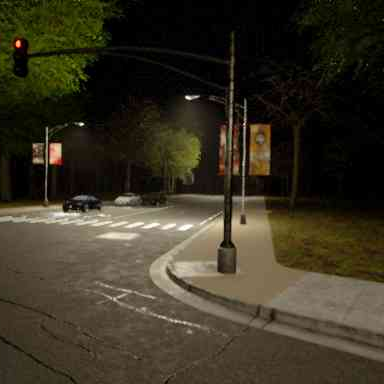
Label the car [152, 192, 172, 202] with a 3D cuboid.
[{"bbox_3d":[-4.629,0.714,51.576,1.812,1.442,4.674,1,1,12],"label":"car"}]

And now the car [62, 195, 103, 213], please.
[{"bbox_3d":[-9.429,0.992,28.913,1.994,1.385,4.181,1,1,13],"label":"car"}]

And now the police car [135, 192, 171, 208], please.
[{"bbox_3d":[-4.257,0.834,37.290,1.930,1.638,5.238,1,1,12],"label":"police car"}]

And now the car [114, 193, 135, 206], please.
[{"bbox_3d":[-7.355,0.848,38.757,1.812,1.442,4.674,1,1,12],"label":"car"}]
